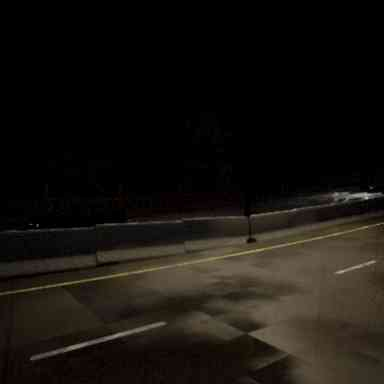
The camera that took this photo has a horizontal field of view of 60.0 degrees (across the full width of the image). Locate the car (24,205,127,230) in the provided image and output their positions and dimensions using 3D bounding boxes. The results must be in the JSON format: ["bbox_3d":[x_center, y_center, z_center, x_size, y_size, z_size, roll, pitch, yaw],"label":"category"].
[{"bbox_3d":[-5.793,1.434,16.935,5.008,1.535,1.882,-1,1,-35],"label":"car"}]

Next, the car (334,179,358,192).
[{"bbox_3d":[18.509,-0.818,38.686,4.718,1.301,1.895,-7,4,-35],"label":"car"}]

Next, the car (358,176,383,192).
[{"bbox_3d":[20.504,-0.924,35.810,4.902,1.511,2.128,-7,4,-35],"label":"car"}]
